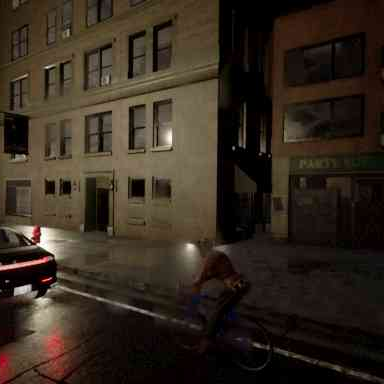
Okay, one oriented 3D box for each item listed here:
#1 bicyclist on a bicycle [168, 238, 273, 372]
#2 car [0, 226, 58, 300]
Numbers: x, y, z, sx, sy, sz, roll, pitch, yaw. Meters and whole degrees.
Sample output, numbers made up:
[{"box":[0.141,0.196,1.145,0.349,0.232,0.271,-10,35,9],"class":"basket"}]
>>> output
[{"box":[0.305,1.452,4.460,1.656,1.620,0.582,0,0,36],"class":"bicyclist on a bicycle"},{"box":[-4.898,1.490,7.223,4.902,1.511,2.128,0,0,36],"class":"car"}]
